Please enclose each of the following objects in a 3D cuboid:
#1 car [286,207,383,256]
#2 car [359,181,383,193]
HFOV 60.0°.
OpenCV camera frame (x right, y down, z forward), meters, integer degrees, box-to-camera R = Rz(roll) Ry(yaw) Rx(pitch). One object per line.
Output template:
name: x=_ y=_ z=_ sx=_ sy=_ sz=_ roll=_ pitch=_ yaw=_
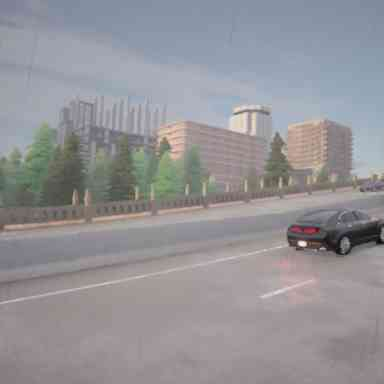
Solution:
car: x=5.562 y=1.332 z=12.465 sx=4.892 sy=1.490 sz=1.837 roll=-4 pitch=1 yaw=-37
car: x=24.278 y=-0.742 z=44.749 sx=4.892 sy=1.490 sz=1.837 roll=-5 pitch=2 yaw=-37
